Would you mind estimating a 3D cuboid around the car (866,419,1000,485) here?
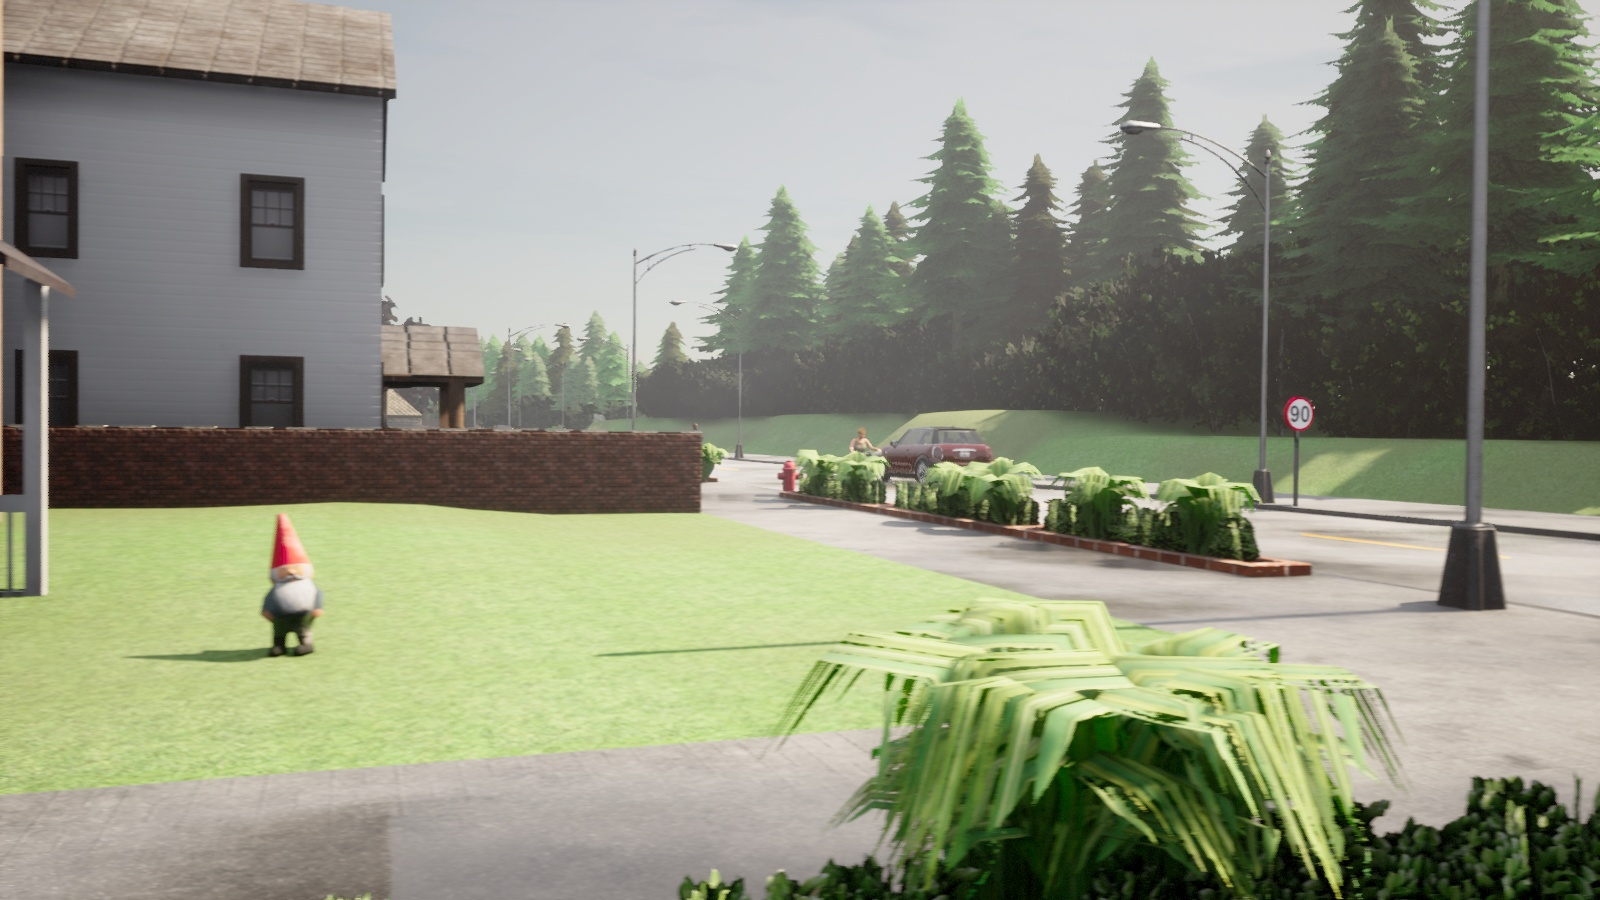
[{"bbox_3d":[3.759,0.030,36.426,2.097,1.767,4.553,-1,1,-20],"label":"car"}]
